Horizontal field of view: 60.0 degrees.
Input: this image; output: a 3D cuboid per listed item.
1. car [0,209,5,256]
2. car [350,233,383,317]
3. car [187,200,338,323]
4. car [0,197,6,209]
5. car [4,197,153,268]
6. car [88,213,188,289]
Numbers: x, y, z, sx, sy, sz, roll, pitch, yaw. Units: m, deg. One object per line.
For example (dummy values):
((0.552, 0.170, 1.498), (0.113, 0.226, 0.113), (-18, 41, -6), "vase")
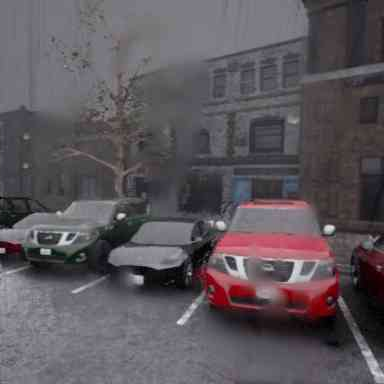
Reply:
((-5.472, 1.500, 12.947), (2.163, 1.488, 4.792), (1, -1, 15), "car")
((4.318, 1.359, 5.976), (2.185, 1.767, 4.553), (0, -1, 15), "car")
((1.884, 1.229, 7.724), (2.435, 2.045, 5.566), (1, -1, 15), "car")
((-7.913, 1.217, 14.748), (2.435, 2.045, 5.566), (0, -1, 15), "car")
((-3.017, 1.223, 11.210), (2.435, 2.045, 5.566), (1, -1, 15), "car")
((-0.571, 1.507, 9.465), (2.163, 1.488, 4.792), (1, -1, 15), "car")
